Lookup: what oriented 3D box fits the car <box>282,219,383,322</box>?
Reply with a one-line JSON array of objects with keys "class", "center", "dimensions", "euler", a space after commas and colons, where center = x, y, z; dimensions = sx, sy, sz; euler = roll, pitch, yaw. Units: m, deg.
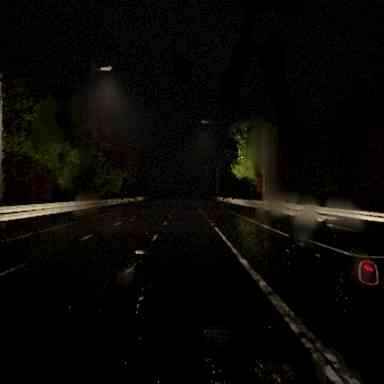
[{"class": "car", "center": [3.600, 1.386, 7.507], "dimensions": [2.097, 1.767, 4.553], "euler": [0, 0, -2]}]
